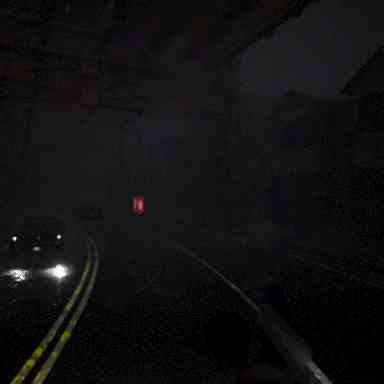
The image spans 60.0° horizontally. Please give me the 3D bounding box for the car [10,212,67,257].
[{"bbox_3d":[-6.277,1.737,13.924,1.895,1.301,4.718,0,-1,-20],"label":"car"}]

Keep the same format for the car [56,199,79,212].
[{"bbox_3d":[-15.452,1.935,40.851,2.033,1.411,5.357,0,0,-27],"label":"car"}]

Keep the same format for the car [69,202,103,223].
[{"bbox_3d":[-8.887,1.734,28.086,1.882,1.535,5.008,0,-1,-27],"label":"car"}]

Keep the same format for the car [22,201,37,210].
[{"bbox_3d":[-25.350,2.089,51.933,1.994,1.385,4.181,0,0,-27],"label":"car"}]
